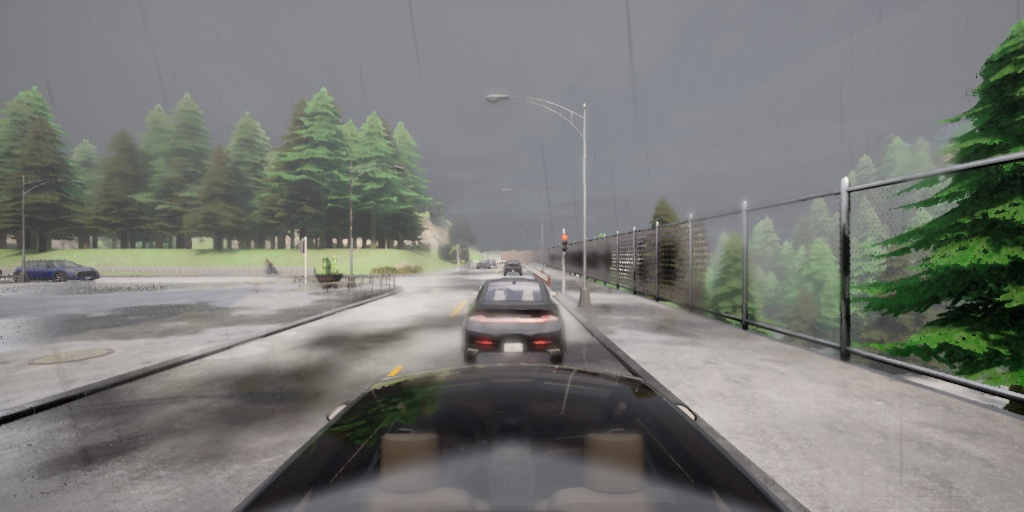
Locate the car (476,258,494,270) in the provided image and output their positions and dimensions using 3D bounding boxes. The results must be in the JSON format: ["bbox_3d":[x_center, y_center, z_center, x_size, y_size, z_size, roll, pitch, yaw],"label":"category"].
[{"bbox_3d":[-4.084,1.271,52.030,2.033,1.411,5.357,0,0,0],"label":"car"}]

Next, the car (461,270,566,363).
[{"bbox_3d":[0.047,1.238,8.092,2.128,1.511,4.902,0,0,1],"label":"car"}]

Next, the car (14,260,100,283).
[{"bbox_3d":[-34.381,1.088,27.185,4.553,1.767,2.097,0,0,0],"label":"car"}]

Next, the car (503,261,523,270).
[{"bbox_3d":[0.098,1.235,38.614,1.837,1.490,4.892,0,0,0],"label":"car"}]

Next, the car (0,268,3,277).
[{"bbox_3d":[-47.623,1.260,31.333,4.674,1.442,1.812,0,0,1],"label":"car"}]

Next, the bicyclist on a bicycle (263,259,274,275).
[{"bbox_3d":[-24.155,1.081,35.572,0.582,1.620,1.656,0,0,0],"label":"bicyclist on a bicycle"}]
